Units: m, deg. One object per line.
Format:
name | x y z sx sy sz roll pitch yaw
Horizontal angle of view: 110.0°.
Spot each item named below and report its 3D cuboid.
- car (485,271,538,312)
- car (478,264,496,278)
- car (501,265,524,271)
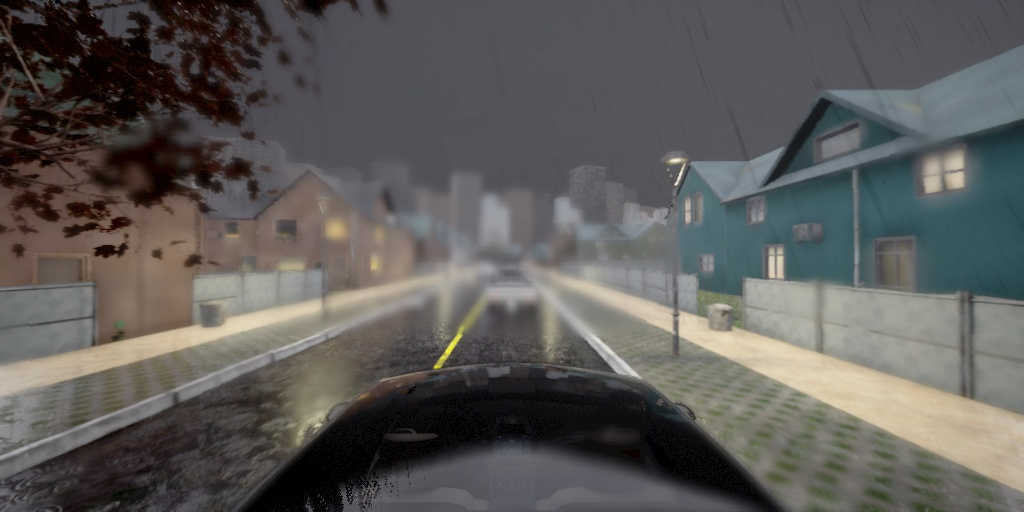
car | 0.020 1.490 15.100 1.895 1.301 4.718 0 -1 1
car | -2.775 1.690 41.003 1.812 1.442 4.674 0 -1 1
car | 0.028 1.536 31.061 1.882 1.535 5.008 0 0 0
